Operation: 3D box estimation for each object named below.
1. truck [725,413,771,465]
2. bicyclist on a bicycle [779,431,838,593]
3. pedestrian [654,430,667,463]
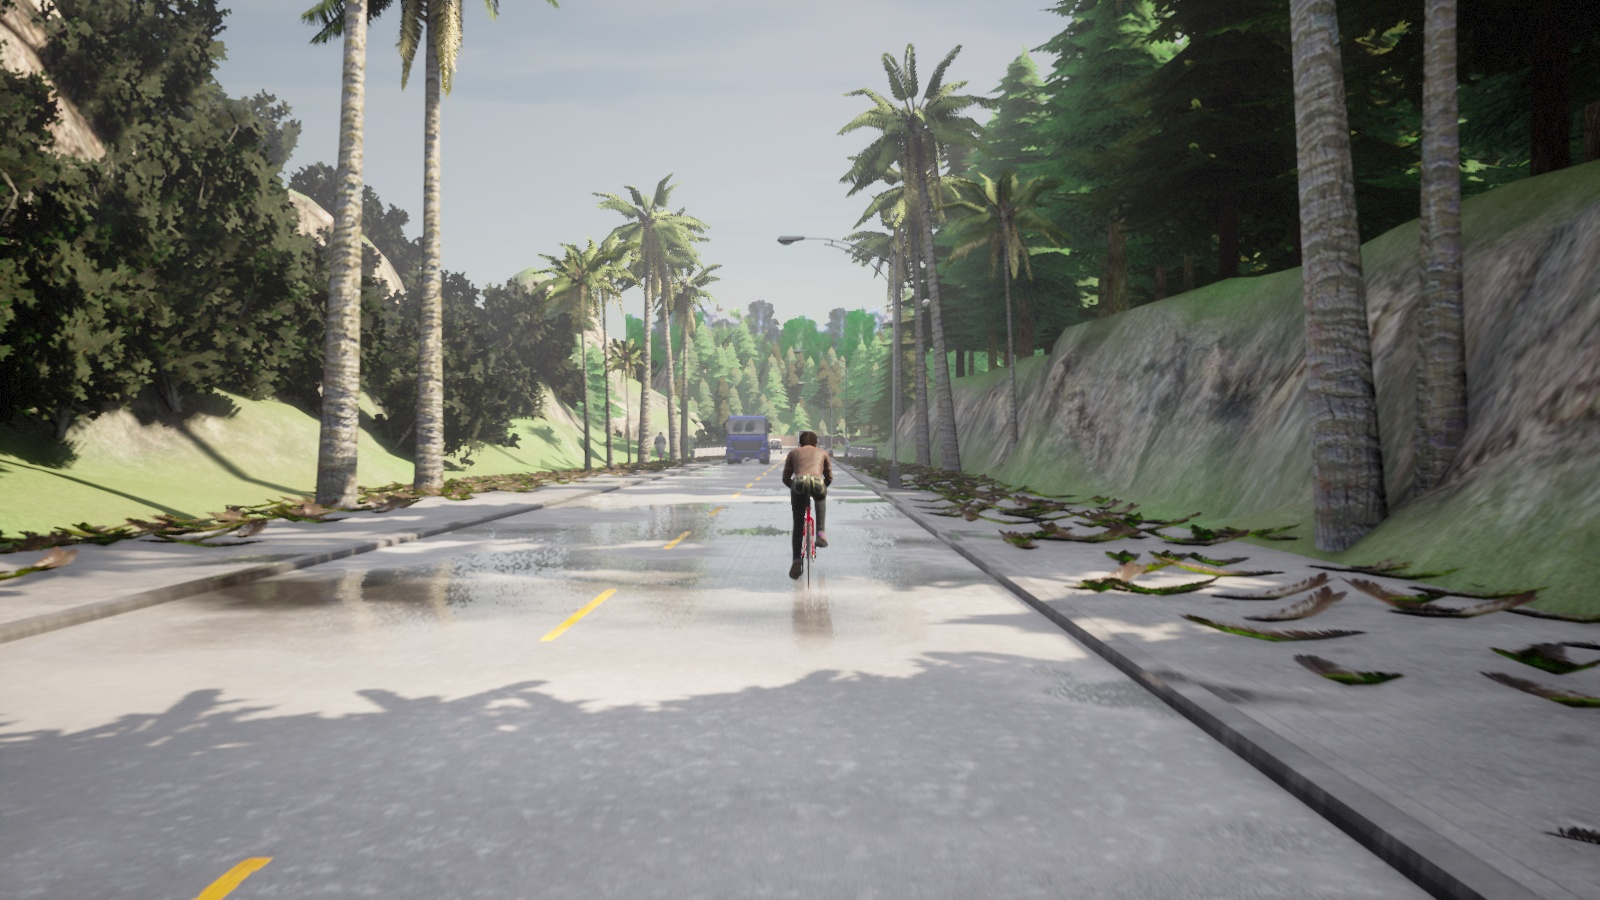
[{"bbox_3d":[-3.563,-0.734,87.987,2.891,3.462,7.936,0,0,0],"label":"truck"},{"bbox_3d":[0.089,0.623,13.430,0.582,1.620,1.656,0,0,0],"label":"bicyclist on a bicycle"},{"bbox_3d":[-8.197,-0.216,73.661,0.659,1.952,0.873,0,0,0],"label":"pedestrian"}]
